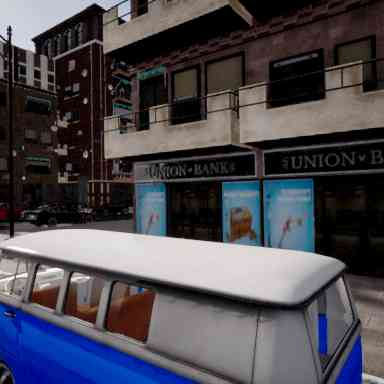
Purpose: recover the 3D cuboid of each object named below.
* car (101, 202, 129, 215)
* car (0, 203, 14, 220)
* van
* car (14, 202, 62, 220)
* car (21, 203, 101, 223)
[{"bbox_3d":[-8.819,1.798,36.408,1.947,1.339,4.313,-2,-1,36],"label":"car"},{"bbox_3d":[-15.461,1.608,27.297,1.967,1.590,4.097,-2,-1,36],"label":"car"},{"bbox_3d":[-0.516,1.342,3.219,3.998,1.788,1.690,0,-1,35],"label":"van"},{"bbox_3d":[-11.803,1.641,27.912,1.837,1.490,4.892,-1,-1,36],"label":"car"},{"bbox_3d":[-8.690,1.583,22.357,1.947,1.339,4.313,-2,-1,36],"label":"car"}]
